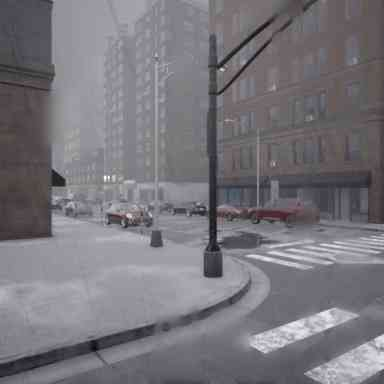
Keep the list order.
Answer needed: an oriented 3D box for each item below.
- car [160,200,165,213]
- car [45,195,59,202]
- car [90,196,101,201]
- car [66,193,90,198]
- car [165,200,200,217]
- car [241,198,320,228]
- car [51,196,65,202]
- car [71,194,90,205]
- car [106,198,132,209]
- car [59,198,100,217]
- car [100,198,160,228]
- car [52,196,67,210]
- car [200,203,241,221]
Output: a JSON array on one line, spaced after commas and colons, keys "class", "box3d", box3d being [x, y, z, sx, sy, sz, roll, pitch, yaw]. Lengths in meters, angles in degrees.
[{"class": "car", "box3d": [-3.540, 1.526, 35.698, 2.008, 1.369, 4.403, 0, 0, -35]}, {"class": "car", "box3d": [-32.150, 1.468, 76.352, 2.008, 1.369, 4.403, 0, 0, -35]}, {"class": "car", "box3d": [-16.006, 1.454, 53.910, 1.837, 1.490, 4.892, 0, 0, -35]}, {"class": "car", "box3d": [-18.216, 1.173, 51.757, 2.150, 2.045, 5.566, 0, 0, -35]}, {"class": "car", "box3d": [-0.360, 1.547, 31.180, 1.947, 1.339, 4.313, 0, 0, -35]}, {"class": "car", "box3d": [5.998, 1.307, 22.146, 2.192, 1.841, 5.009, 0, 0, -35]}, {"class": "car", "box3d": [-28.971, 1.475, 71.835, 2.008, 1.369, 4.403, 0, 0, -35]}, {"class": "car", "box3d": [-20.044, 1.295, 59.592, 2.097, 1.767, 4.553, 0, 0, -35]}, {"class": "car", "box3d": [-9.897, 1.529, 44.732, 1.947, 1.339, 4.313, 0, 0, -35]}, {"class": "car", "box3d": [-10.499, 1.528, 30.773, 2.008, 1.369, 4.403, 0, 0, -35]}, {"class": "car", "box3d": [-4.139, 1.428, 21.735, 1.967, 1.590, 4.097, 0, 0, -35]}, {"class": "car", "box3d": [-16.858, 1.510, 39.809, 1.887, 1.381, 4.507, 0, 0, -35]}, {"class": "car", "box3d": [2.819, 1.568, 26.663, 1.802, 1.307, 4.206, 0, 0, -35]}]
